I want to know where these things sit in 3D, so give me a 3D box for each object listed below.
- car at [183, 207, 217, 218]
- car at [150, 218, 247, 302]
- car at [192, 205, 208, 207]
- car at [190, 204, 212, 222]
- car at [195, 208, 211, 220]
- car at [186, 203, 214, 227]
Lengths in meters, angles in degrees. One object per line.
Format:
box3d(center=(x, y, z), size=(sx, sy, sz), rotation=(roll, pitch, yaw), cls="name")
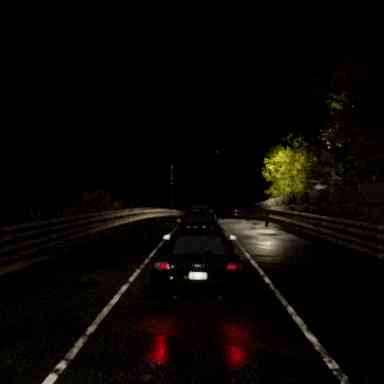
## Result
box3d(center=(0.351, 1.606, 14.903), size=(1.837, 1.490, 4.892), rotation=(0, -1, 2), cls="car")
box3d(center=(0.193, 1.576, 8.334), size=(1.994, 1.385, 4.181), rotation=(0, 0, 2), cls="car")
box3d(center=(0.499, 1.735, 20.690), size=(2.128, 1.511, 4.902), rotation=(0, -2, 1), cls="car")
box3d(center=(1.012, 2.207, 34.887), size=(2.097, 1.767, 4.553), rotation=(0, -3, 3), cls="car")
box3d(center=(1.499, 2.945, 44.504), size=(1.882, 1.535, 5.008), rotation=(0, -4, 4), cls="car")
box3d(center=(0.697, 1.844, 27.572), size=(2.097, 1.767, 4.553), rotation=(0, -3, 2), cls="car")
